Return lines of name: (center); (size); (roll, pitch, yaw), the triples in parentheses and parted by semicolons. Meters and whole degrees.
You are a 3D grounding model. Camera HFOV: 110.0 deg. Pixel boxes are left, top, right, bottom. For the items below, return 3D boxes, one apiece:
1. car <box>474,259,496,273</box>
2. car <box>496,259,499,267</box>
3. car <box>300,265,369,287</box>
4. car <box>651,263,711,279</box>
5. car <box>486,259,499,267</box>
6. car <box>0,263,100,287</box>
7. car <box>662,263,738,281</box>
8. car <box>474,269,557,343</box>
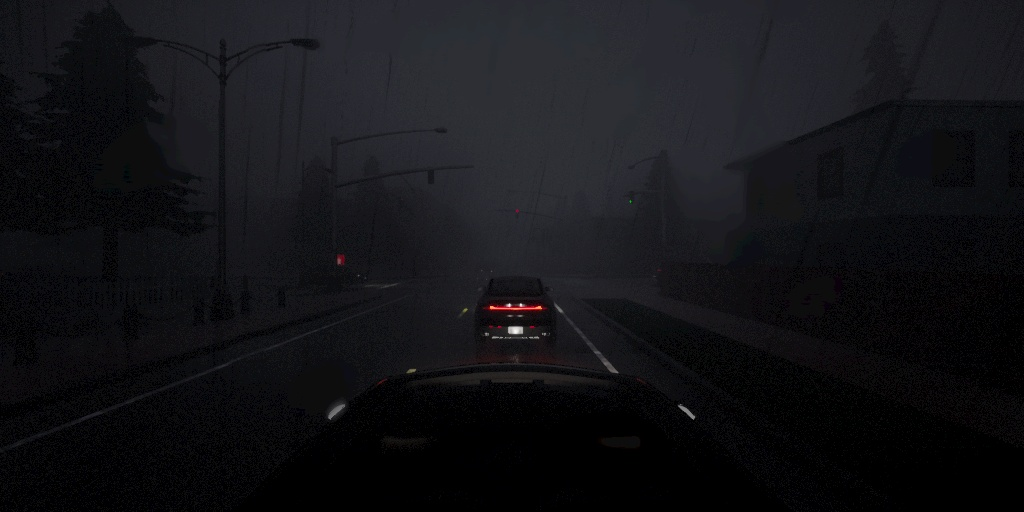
car: (-3.507, 1.293, 44.389); (2.033, 1.411, 5.357); (0, 0, 0)
car: (-3.476, 1.236, 54.570); (2.128, 1.511, 4.902); (0, 0, 0)
car: (-12.009, 1.326, 24.337); (4.181, 1.385, 1.994); (0, 0, -4)
car: (12.552, 1.220, 25.790); (4.902, 1.511, 2.128); (0, 0, -6)
car: (-3.409, 1.291, 65.027); (2.033, 1.411, 5.357); (0, 0, 1)
car: (-30.726, 1.327, 23.716); (4.181, 1.385, 1.994); (0, 0, -1)
car: (15.602, 1.275, 29.859); (5.357, 1.411, 2.033); (0, 0, -6)
car: (0.092, 1.254, 9.673); (1.837, 1.490, 4.892); (0, 0, 0)
